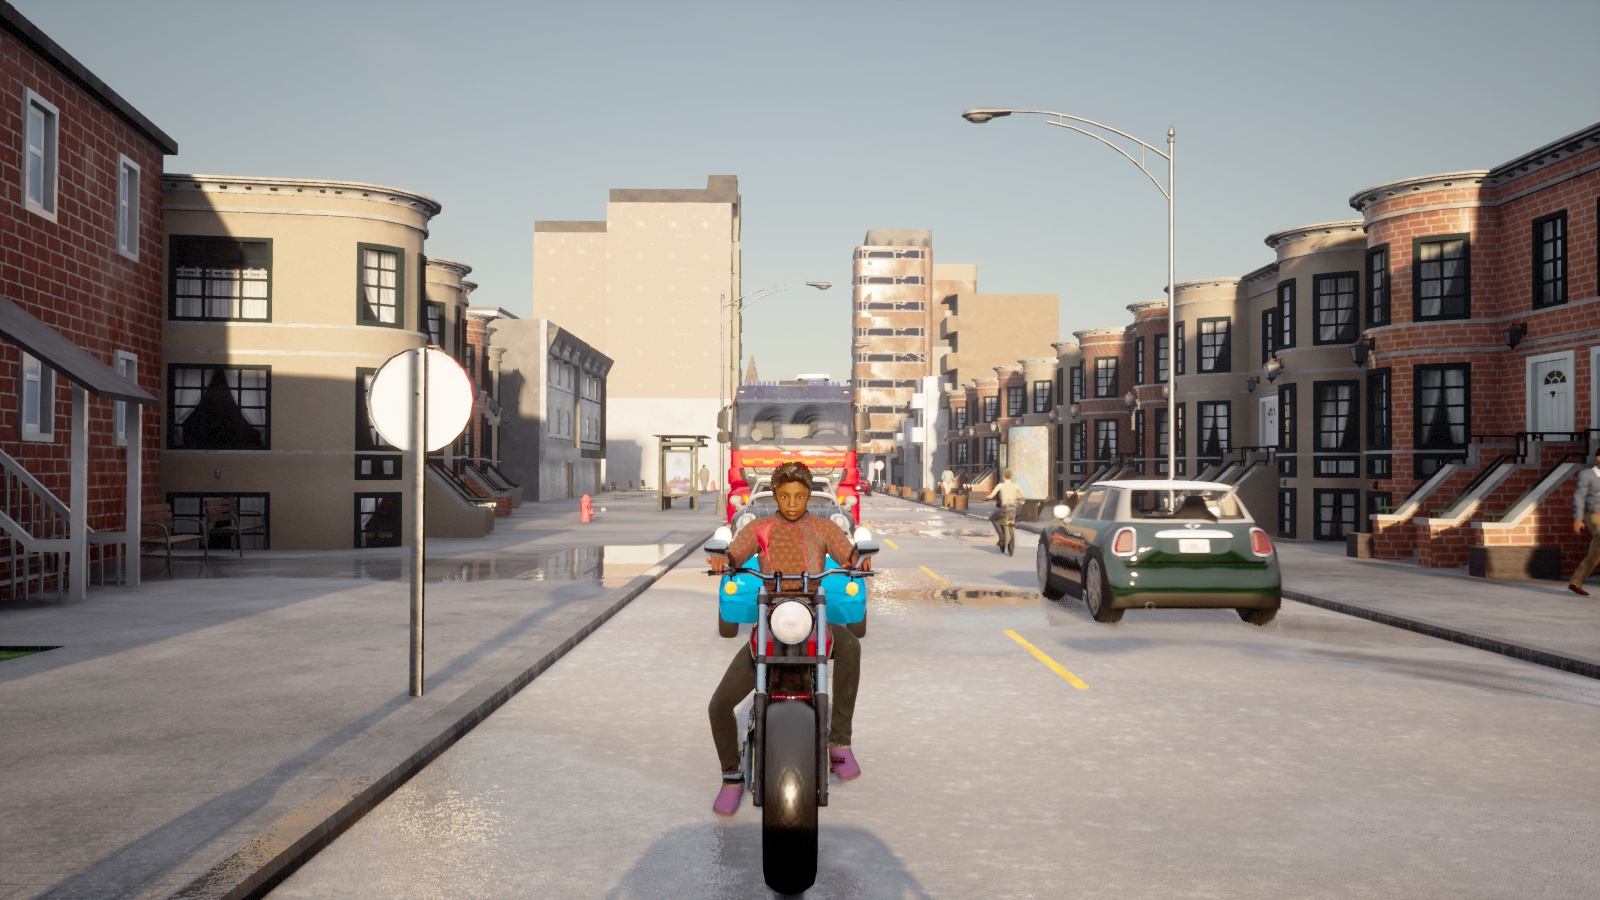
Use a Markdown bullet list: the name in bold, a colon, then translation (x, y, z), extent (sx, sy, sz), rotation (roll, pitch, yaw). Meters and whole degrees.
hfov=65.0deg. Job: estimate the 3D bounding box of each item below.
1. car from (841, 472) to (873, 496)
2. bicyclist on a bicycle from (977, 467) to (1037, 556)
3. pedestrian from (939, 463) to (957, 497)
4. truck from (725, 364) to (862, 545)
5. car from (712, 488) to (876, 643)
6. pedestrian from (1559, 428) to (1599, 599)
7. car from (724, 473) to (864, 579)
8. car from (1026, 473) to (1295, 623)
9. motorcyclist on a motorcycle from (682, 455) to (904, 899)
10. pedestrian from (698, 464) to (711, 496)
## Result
- **car**: translation (3.614, 2.161, 80.453), extent (1.816, 1.474, 4.193), rotation (0, -1, 0)
- **bicyclist on a bicycle**: translation (3.891, 1.133, 23.709), extent (0.866, 1.612, 1.509), rotation (0, -1, -1)
- **pedestrian**: translation (8.245, 1.662, 69.874), extent (0.874, 1.855, 0.900), rotation (0, -1, 0)
- **truck**: translation (-0.150, 0.167, 30.826), extent (2.891, 3.827, 8.468), rotation (0, -1, 0)
- **car**: translation (-0.062, 1.078, 12.451), extent (1.481, 1.376, 2.207), rotation (0, -1, 0)
- **pedestrian**: translation (9.324, 0.731, 14.590), extent (0.423, 1.949, 0.788), rotation (0, -1, -11)
- **car**: translation (-0.096, 1.109, 19.632), extent (1.970, 1.475, 3.806), rotation (0, -1, 0)
- **car**: translation (3.929, 1.006, 14.403), extent (1.970, 1.475, 3.806), rotation (0, -1, 0)
- **motorcyclist on a motorcycle**: translation (-0.031, 0.858, 5.541), extent (0.766, 1.649, 2.350), rotation (0, -1, 0)
- **pedestrian**: translation (-5.882, 1.845, 77.435), extent (0.659, 1.952, 0.873), rotation (0, -1, -12)
